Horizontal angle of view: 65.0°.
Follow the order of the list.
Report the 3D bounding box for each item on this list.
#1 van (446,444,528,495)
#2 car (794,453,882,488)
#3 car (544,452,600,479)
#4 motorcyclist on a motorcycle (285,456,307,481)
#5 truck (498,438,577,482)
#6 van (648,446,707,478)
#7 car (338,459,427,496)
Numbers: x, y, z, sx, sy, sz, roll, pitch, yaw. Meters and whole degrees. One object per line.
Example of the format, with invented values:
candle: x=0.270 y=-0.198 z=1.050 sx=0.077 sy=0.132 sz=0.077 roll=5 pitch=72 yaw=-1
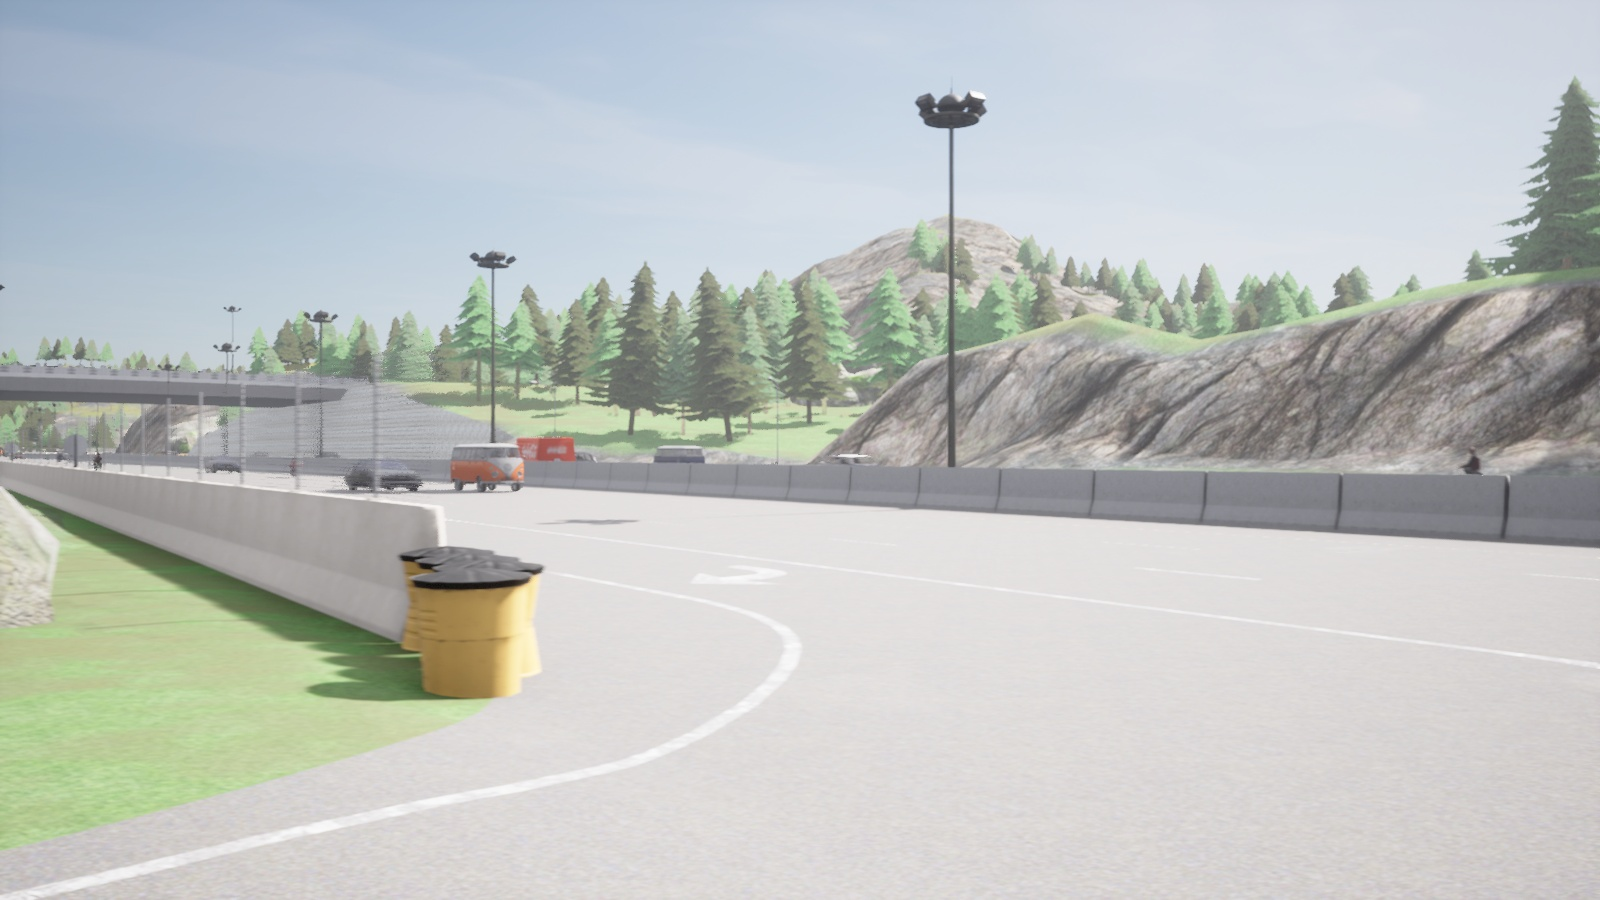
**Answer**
van: x=-12.920 y=0.780 z=51.720 sx=1.775 sy=1.987 sz=4.442 roll=0 pitch=0 yaw=-35
car: x=1.648 y=0.885 z=55.389 sx=1.970 sy=1.475 sz=3.806 roll=0 pitch=0 yaw=-35
car: x=-14.095 y=0.934 z=77.549 sx=1.851 sy=1.617 sz=3.988 roll=0 pitch=0 yaw=-35
motorcyclist on a motorcycle: x=-30.912 y=1.142 z=77.049 sx=0.797 sy=1.523 sz=2.044 roll=0 pitch=0 yaw=-35
truck: x=-15.341 y=0.558 z=73.257 sx=2.627 sy=2.467 sz=5.204 roll=0 pitch=0 yaw=-35
van: x=-7.930 y=0.743 z=80.957 sx=1.775 sy=1.987 sz=4.442 roll=0 pitch=0 yaw=-35
car: x=-17.291 y=1.107 z=51.834 sx=2.033 sy=1.411 sz=5.357 roll=0 pitch=0 yaw=-35
